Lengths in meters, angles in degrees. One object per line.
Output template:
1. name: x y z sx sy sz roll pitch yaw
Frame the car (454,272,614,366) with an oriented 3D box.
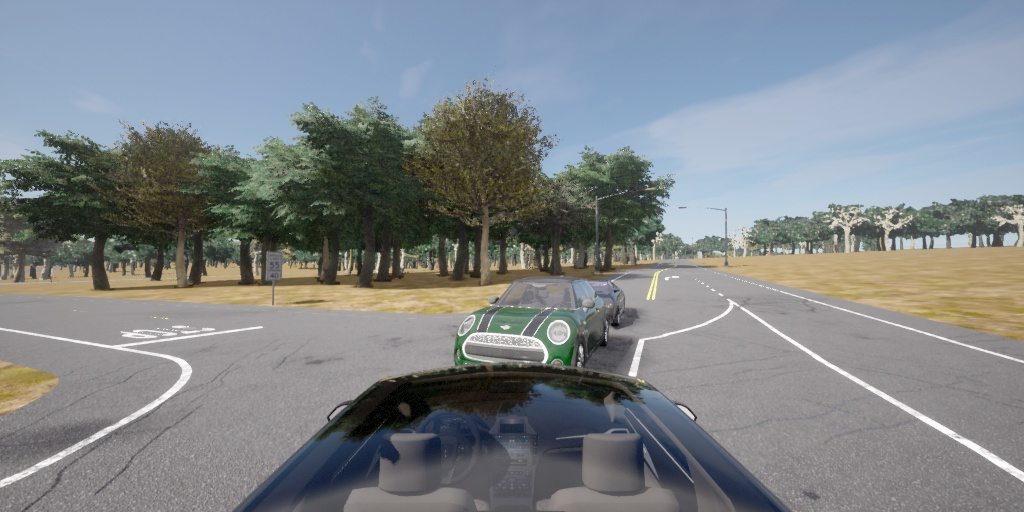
1. car: 0.687 1.222 7.442 2.097 1.767 4.553 -1 -2 22

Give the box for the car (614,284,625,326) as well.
1. car: 2.916 1.554 12.873 1.994 1.385 4.181 -2 0 22
